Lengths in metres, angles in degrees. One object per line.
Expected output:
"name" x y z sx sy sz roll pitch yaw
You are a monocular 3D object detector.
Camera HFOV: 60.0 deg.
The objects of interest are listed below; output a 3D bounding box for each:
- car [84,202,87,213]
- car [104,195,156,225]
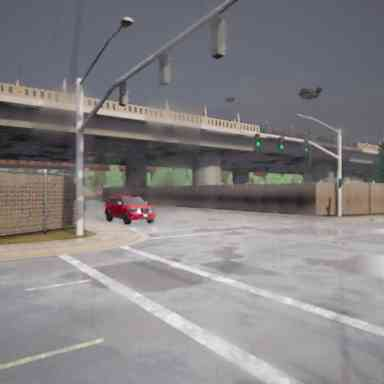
"car" -13.829 1.291 38.004 2.150 2.045 5.566 0 0 -36
"car" -4.856 1.290 25.461 2.150 2.045 5.566 0 0 -36
